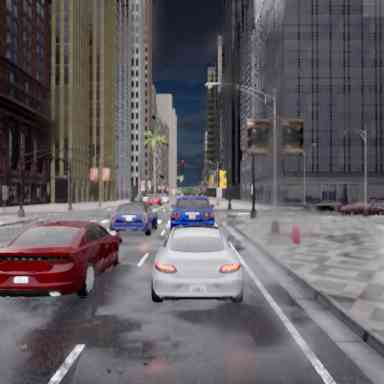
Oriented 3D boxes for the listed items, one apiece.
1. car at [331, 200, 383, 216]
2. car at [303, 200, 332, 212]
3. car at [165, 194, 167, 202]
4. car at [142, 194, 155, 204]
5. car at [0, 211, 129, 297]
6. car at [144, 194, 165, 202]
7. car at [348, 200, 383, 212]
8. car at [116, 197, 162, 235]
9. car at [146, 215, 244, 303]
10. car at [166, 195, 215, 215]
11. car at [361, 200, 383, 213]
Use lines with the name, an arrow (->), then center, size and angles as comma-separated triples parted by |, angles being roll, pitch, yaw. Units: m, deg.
car -> 15.345, 1.538, 30.176 | 4.206, 1.307, 1.802 | 0, 0, -1
car -> 15.224, 1.612, 38.699 | 4.313, 1.339, 1.947 | 0, 0, -1
car -> -6.423, 1.536, 74.328 | 2.150, 2.045, 5.566 | 0, 0, 0
car -> -9.674, 1.532, 73.755 | 2.150, 2.045, 5.566 | 0, 0, 0
car -> -3.144, 1.476, 8.617 | 1.882, 1.535, 5.008 | 0, 0, 0
car -> -6.511, 1.430, 58.402 | 2.150, 2.045, 5.566 | 0, -1, 0
car -> 20.864, 1.593, 38.781 | 4.313, 1.339, 1.947 | 0, 0, -1
car -> -3.131, 1.367, 18.688 | 2.097, 1.767, 4.553 | 0, 0, 0
car -> 0.107, 1.523, 8.088 | 1.812, 1.442, 4.674 | 0, 0, 0
car -> 0.044, 1.234, 17.790 | 2.150, 2.045, 5.566 | 0, 0, 1
car -> 20.855, 1.562, 36.024 | 4.181, 1.385, 1.994 | 0, -1, -1
